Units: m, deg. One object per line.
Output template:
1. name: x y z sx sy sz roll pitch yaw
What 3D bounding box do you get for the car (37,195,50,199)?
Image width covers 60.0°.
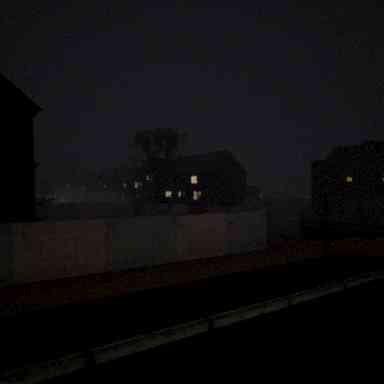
1. car: -37.872 2.087 86.122 1.882 1.535 5.008 -2 0 -35
